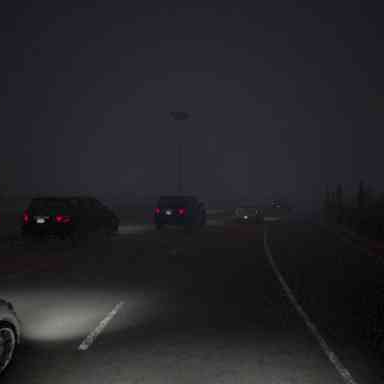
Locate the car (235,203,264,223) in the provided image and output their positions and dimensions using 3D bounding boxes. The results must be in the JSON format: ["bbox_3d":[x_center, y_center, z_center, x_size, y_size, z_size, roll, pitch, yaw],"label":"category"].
[{"bbox_3d":[4.442,1.535,25.490,1.812,1.442,4.674,0,0,17],"label":"car"}]

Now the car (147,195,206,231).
[{"bbox_3d":[-0.621,1.216,20.656,2.150,2.045,5.566,0,0,14],"label":"car"}]

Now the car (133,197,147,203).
[{"bbox_3d":[-4.768,1.329,40.855,2.097,1.767,4.553,0,0,25],"label":"car"}]

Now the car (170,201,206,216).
[{"bbox_3d":[-0.289,1.594,33.097,1.895,1.301,4.718,0,0,21],"label":"car"}]

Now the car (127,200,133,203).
[{"bbox_3d":[-7.681,1.516,50.710,2.033,1.411,5.357,0,0,29],"label":"car"}]

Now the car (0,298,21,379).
[{"bbox_3d":[-3.218,1.515,2.450,1.812,1.442,4.674,0,0,2],"label":"car"}]

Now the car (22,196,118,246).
[{"bbox_3d":[-5.333,1.202,15.377,2.150,2.045,5.566,0,0,10],"label":"car"}]

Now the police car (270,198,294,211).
[{"bbox_3d":[11.208,1.534,40.957,2.038,1.542,4.974,0,0,28],"label":"police car"}]
